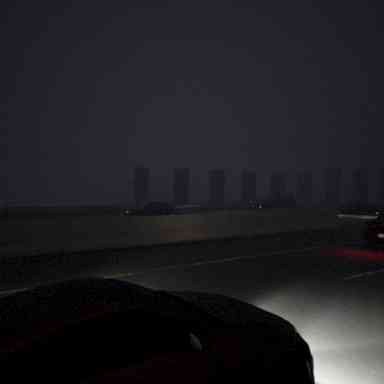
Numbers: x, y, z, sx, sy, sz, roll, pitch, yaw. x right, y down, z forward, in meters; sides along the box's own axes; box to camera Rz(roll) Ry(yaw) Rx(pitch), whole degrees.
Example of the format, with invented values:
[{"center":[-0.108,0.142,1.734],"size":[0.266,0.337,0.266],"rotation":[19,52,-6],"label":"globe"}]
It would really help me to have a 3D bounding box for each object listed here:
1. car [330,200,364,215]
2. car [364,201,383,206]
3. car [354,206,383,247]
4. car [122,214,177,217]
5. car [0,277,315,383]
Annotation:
[{"center":[16.306,1.501,33.368],"size":[5.357,1.411,2.033],"rotation":[0,0,-25],"label":"car"},{"center":[18.920,1.508,30.739],"size":[5.357,1.411,2.033],"rotation":[0,0,-25],"label":"car"},{"center":[9.126,1.461,13.549],"size":[5.008,1.535,1.882],"rotation":[0,0,-30],"label":"car"},{"center":[-3.408,1.473,26.687],"size":[4.674,1.442,1.812],"rotation":[0,0,-32],"label":"car"},{"center":[-0.762,1.557,3.090],"size":[4.181,1.385,1.994],"rotation":[0,0,-35],"label":"car"}]
